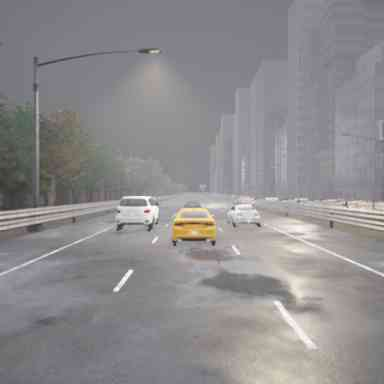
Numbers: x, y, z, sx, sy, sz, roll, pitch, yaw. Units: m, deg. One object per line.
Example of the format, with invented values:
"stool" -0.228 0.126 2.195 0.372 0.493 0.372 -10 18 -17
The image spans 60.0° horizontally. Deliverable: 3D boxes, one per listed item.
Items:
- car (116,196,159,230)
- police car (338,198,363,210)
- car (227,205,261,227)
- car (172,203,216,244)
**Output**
"car" -3.438 1.293 21.661 2.150 2.045 5.566 0 0 -1
"police car" 22.429 1.752 48.402 1.930 1.638 5.238 0 0 -17
"car" 3.560 1.602 23.277 1.812 1.442 4.674 0 0 0
"car" 0.082 1.530 16.019 1.882 1.535 5.008 0 0 0
